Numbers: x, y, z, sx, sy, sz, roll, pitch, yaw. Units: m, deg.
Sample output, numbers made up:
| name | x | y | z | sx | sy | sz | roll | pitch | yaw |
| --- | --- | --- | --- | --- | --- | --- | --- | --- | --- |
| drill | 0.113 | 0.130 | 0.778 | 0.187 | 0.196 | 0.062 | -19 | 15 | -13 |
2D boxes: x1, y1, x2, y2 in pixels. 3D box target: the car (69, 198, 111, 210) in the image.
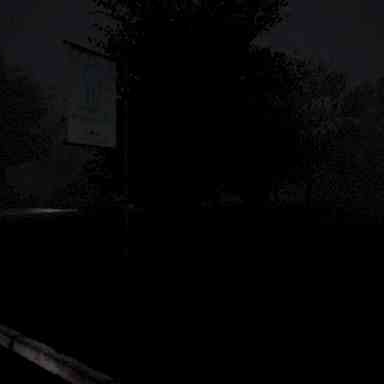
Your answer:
| name | x | y | z | sx | sy | sz | roll | pitch | yaw |
| --- | --- | --- | --- | --- | --- | --- | --- | --- | --- |
| car | -12.985 | 1.580 | 43.131 | 1.895 | 1.301 | 4.718 | 0 | 0 | 38 |

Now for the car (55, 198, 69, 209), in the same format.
| name | x | y | z | sx | sy | sz | roll | pitch | yaw |
| --- | --- | --- | --- | --- | --- | --- | --- | --- | --- |
| car | -16.107 | 1.508 | 44.832 | 1.812 | 1.442 | 4.674 | 0 | 1 | 38 |
